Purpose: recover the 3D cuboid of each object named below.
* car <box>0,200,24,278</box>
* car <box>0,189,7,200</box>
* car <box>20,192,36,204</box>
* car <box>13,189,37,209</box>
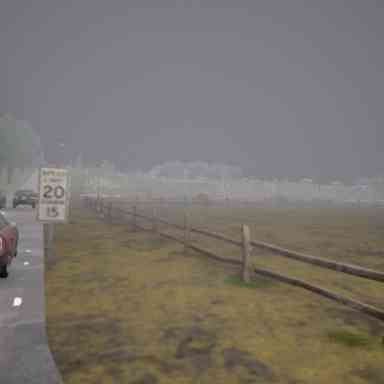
[{"bbox_3d":[-6.286,1.257,9.590,2.097,1.767,4.553,3,-1,-24],"label":"car"},{"bbox_3d":[-20.241,0.655,33.761,2.150,2.045,5.566,3,0,-24],"label":"car"},{"bbox_3d":[-23.073,0.767,46.885,1.812,1.442,4.674,3,0,-24],"label":"car"},{"bbox_3d":[-18.616,0.740,37.118,2.150,2.045,5.566,3,0,-24],"label":"car"}]
